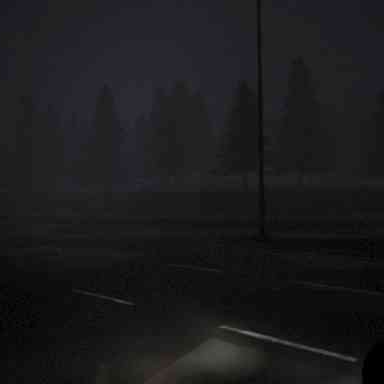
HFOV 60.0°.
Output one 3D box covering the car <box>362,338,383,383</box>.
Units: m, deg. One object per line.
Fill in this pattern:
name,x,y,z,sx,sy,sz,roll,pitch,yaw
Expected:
car,3.523,1.441,1.471,5.008,1.535,1.882,-1,-1,35
